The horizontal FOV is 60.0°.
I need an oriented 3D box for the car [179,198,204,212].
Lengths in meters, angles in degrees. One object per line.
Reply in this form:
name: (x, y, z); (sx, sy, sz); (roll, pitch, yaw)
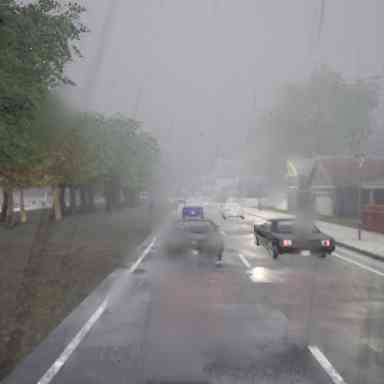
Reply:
car: (0.082, 1.640, 30.862); (1.882, 1.535, 5.008); (0, -1, 0)

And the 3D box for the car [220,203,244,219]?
car: (3.582, 1.682, 30.286); (1.812, 1.442, 4.674); (0, 0, 0)

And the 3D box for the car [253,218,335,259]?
car: (3.586, 1.642, 12.692); (1.895, 1.301, 4.718); (0, 0, 0)

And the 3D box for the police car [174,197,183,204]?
police car: (-2.722, 2.164, 83.528); (1.930, 1.638, 5.238); (0, 0, -5)

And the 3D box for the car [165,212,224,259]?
car: (0.087, 1.642, 12.644); (1.895, 1.301, 4.718); (0, 0, 0)
